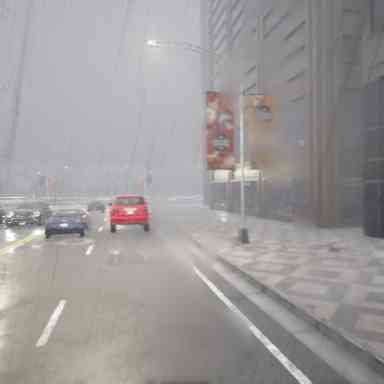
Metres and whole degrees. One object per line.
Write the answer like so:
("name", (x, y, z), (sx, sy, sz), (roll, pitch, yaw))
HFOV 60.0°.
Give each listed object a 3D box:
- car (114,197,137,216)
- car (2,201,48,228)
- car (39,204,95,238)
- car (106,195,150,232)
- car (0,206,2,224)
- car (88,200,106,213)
("car", (-6.954, 1.415, 34.685), (2.097, 1.767, 4.553), (-1, 0, -12))
("car", (-11.359, 1.454, 23.549), (2.097, 1.767, 4.553), (-1, 0, -12))
("car", (-6.690, 1.597, 18.267), (1.994, 1.385, 4.181), (-1, 0, -12))
("car", (-3.804, 1.198, 20.152), (2.150, 2.045, 5.566), (-1, -1, -12))
("car", (-14.528, 1.507, 22.836), (2.097, 1.767, 4.553), (-1, 0, -12))
("car", (-11.286, 1.687, 39.528), (1.837, 1.490, 4.892), (-1, -1, -12))
